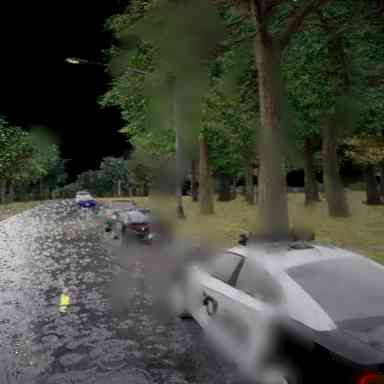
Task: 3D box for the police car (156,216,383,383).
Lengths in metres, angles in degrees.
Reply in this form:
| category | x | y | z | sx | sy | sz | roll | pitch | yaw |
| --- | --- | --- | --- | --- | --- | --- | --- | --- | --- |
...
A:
| category | x | y | z | sx | sy | sz | roll | pitch | yaw |
| --- | --- | --- | --- | --- | --- | --- | --- | --- | --- |
| police car | 1.112 | 1.359 | 4.675 | 1.930 | 1.638 | 5.238 | -1 | 1 | -20 |

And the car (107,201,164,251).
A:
| category | x | y | z | sx | sy | sz | roll | pitch | yaw |
| --- | --- | --- | --- | --- | --- | --- | --- | --- | --- |
| car | -2.225 | 1.393 | 13.988 | 1.882 | 1.535 | 5.008 | -1 | 1 | -20 |

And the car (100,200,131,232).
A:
| category | x | y | z | sx | sy | sz | roll | pitch | yaw |
| --- | --- | --- | --- | --- | --- | --- | --- | --- | --- |
| car | -4.243 | 1.248 | 19.608 | 2.097 | 1.767 | 4.553 | -1 | 1 | -20 |

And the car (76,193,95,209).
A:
| category | x | y | z | sx | sy | sz | roll | pitch | yaw |
| --- | --- | --- | --- | --- | --- | --- | --- | --- | --- |
| car | -13.150 | 1.284 | 41.505 | 1.882 | 1.535 | 5.008 | -1 | 1 | -19 |

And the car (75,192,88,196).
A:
| category | x | y | z | sx | sy | sz | roll | pitch | yaw |
| --- | --- | --- | --- | --- | --- | --- | --- | --- | --- |
| car | -17.837 | 0.981 | 54.420 | 2.150 | 2.045 | 5.566 | -1 | 1 | -20 |
